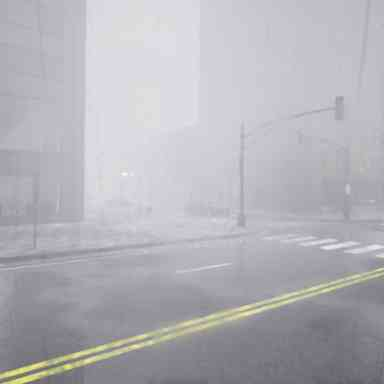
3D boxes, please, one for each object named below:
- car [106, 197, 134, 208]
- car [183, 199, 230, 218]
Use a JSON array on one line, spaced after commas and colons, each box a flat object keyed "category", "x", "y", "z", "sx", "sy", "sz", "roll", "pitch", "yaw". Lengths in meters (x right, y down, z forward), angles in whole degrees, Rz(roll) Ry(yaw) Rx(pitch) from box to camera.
[{"category": "car", "x": -9.459, "y": 1.363, "z": 43.465, "sx": 2.033, "sy": 1.411, "sz": 5.357, "roll": 1, "pitch": 0, "yaw": -36}, {"category": "car", "x": 1.204, "y": 1.370, "z": 28.606, "sx": 1.882, "sy": 1.535, "sz": 5.008, "roll": 1, "pitch": 0, "yaw": -36}]
